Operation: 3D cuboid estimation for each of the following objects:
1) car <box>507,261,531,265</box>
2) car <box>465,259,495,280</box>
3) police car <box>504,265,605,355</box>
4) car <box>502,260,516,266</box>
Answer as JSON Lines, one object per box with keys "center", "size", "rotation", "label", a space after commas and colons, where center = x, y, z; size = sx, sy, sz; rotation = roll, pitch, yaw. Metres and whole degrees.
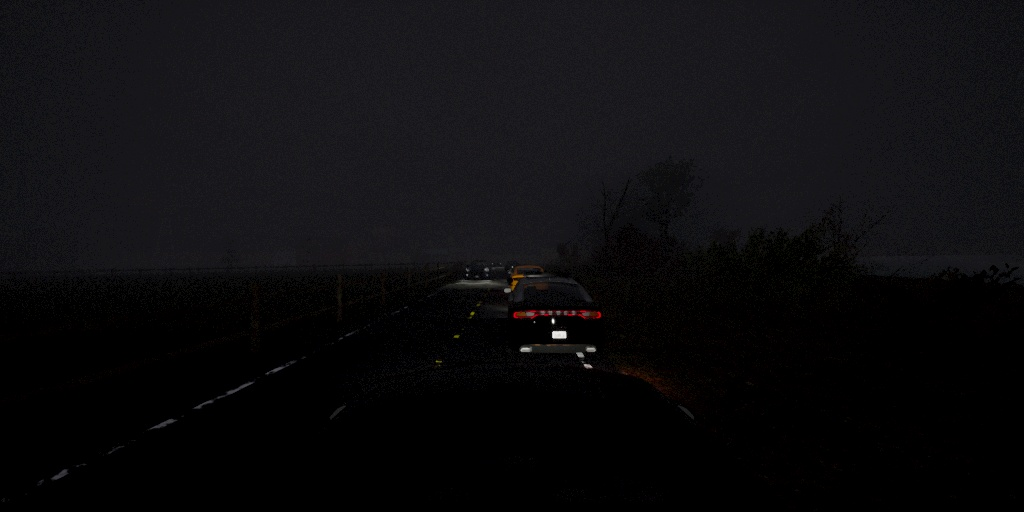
{"center": [0.832, 1.228, 18.744], "size": [1.882, 1.535, 5.008], "rotation": [0, 0, 0], "label": "car"}
{"center": [-2.839, 1.107, 31.272], "size": [2.097, 1.767, 4.553], "rotation": [0, 0, 0], "label": "car"}
{"center": [0.828, 1.174, 8.853], "size": [1.930, 1.638, 5.238], "rotation": [0, 0, 0], "label": "police car"}
{"center": [0.064, 1.335, 46.642], "size": [1.994, 1.385, 4.181], "rotation": [0, 0, 0], "label": "car"}
